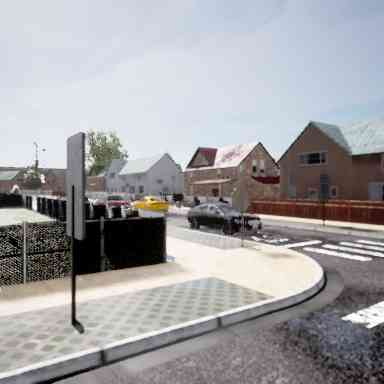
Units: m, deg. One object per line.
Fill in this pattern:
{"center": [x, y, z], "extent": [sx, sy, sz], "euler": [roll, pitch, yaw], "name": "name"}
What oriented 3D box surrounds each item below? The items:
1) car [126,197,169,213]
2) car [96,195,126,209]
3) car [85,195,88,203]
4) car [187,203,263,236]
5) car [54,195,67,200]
{"center": [-4.059, 1.187, 31.383], "extent": [1.882, 1.535, 5.008], "euler": [0, 1, -34], "name": "car"}
{"center": [-7.300, 1.054, 30.889], "extent": [2.097, 1.767, 4.553], "euler": [0, 1, -34], "name": "car"}
{"center": [-17.490, 0.948, 51.165], "extent": [2.128, 1.511, 4.902], "euler": [0, 1, -34], "name": "car"}
{"center": [1.615, 1.357, 17.717], "extent": [2.128, 1.511, 4.902], "euler": [0, 1, -34], "name": "car"}
{"center": [-18.091, 1.127, 46.996], "extent": [1.895, 1.301, 4.718], "euler": [0, 1, -34], "name": "car"}
